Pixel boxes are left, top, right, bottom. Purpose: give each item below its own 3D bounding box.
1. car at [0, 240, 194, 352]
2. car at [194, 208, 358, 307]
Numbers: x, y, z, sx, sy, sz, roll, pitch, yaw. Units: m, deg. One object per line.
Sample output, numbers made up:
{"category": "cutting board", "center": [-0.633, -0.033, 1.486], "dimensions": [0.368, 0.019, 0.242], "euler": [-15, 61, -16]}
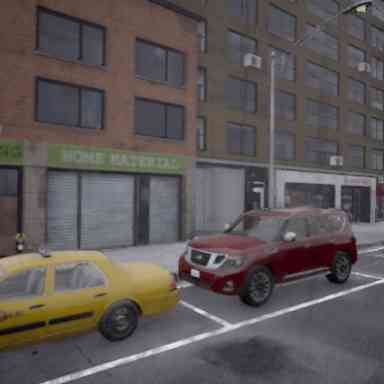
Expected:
{"category": "car", "center": [-2.492, 1.531, 4.978], "dimensions": [4.829, 1.417, 1.752], "euler": [0, 0, -36]}
{"category": "car", "center": [2.120, 1.358, 8.266], "dimensions": [5.009, 1.841, 2.192], "euler": [0, 0, -35]}
